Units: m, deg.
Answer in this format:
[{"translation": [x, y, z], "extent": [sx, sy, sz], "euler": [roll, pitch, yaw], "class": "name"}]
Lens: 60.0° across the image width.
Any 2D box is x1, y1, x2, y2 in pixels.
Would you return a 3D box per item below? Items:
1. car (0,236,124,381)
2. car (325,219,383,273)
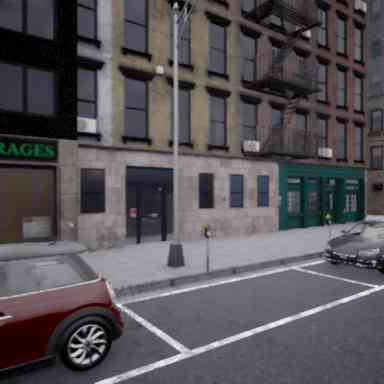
[{"translation": [-3.026, 1.440, 4.030], "extent": [4.097, 1.590, 1.967], "euler": [0, 0, -35], "class": "car"}, {"translation": [5.948, 1.543, 10.428], "extent": [4.403, 1.369, 2.008], "euler": [0, 0, -35], "class": "car"}]
